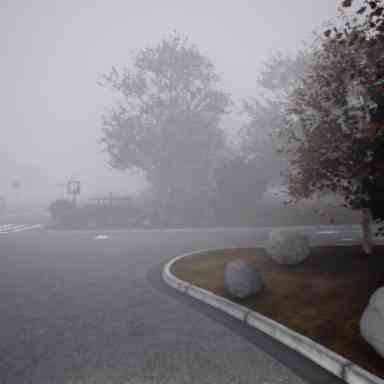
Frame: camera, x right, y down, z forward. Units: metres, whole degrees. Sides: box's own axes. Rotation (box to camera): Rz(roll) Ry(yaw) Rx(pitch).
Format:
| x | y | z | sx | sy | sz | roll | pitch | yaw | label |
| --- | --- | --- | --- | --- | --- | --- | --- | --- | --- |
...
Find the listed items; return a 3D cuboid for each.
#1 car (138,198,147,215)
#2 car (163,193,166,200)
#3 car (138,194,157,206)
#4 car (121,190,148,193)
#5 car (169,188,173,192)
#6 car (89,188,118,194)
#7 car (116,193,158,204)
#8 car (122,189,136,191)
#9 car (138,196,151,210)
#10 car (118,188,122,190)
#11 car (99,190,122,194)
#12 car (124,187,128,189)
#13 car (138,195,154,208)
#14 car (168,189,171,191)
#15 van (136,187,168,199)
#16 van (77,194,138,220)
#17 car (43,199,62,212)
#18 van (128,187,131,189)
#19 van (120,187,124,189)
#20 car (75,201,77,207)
| x | y | z | sx | sy | sz | roll | pitch | yaw | label |
| --- | --- | --- | --- | --- | --- | --- | --- | --- | --- |
| -7.201 | 1.600 | 32.223 | 4.792 | 1.488 | 2.163 | 0 | 2 | 1 | car |
| -7.004 | 1.037 | 51.642 | 5.008 | 1.535 | 2.097 | 0 | 2 | 1 | car |
| -7.137 | 1.342 | 40.545 | 4.892 | 1.521 | 2.231 | 0 | 2 | 1 | car |
| -7.035 | 1.063 | 46.090 | 4.553 | 1.767 | 2.185 | 0 | 2 | 1 | car |
| -6.662 | 0.289 | 79.387 | 5.008 | 1.535 | 2.097 | 0 | 2 | 1 | car |
| -19.852 | 0.322 | 73.121 | 5.566 | 2.045 | 2.435 | 0 | 2 | 1 | car |
| -7.092 | 1.264 | 43.319 | 5.008 | 1.535 | 2.097 | 0 | 2 | 1 | car |
| -11.834 | 0.754 | 64.190 | 2.128 | 1.511 | 4.902 | 0 | 2 | 1 | car |
| -7.384 | 1.492 | 35.001 | 5.366 | 1.575 | 1.946 | 0 | 2 | 1 | car |
| -19.752 | 0.462 | 78.733 | 4.674 | 1.452 | 2.002 | 0 | 2 | 1 | car |
| -15.214 | 0.835 | 62.355 | 2.128 | 1.511 | 4.902 | 0 | 1 | 1 | car |
| -19.693 | 0.271 | 84.336 | 5.008 | 1.535 | 2.097 | 0 | 2 | 1 | car |
| -7.135 | 1.446 | 37.773 | 4.792 | 1.488 | 2.163 | 0 | 2 | 1 | car |
| -6.895 | 0.768 | 62.741 | 4.792 | 1.488 | 2.163 | 0 | 2 | 1 | car |
| -6.818 | 0.661 | 57.184 | 4.442 | 1.987 | 1.878 | 0 | 2 | 1 | van |
| -7.383 | 1.423 | 29.446 | 4.442 | 1.987 | 1.878 | 0 | 2 | 1 | van |
| -15.583 | 1.550 | 38.664 | 1.994 | 1.385 | 4.181 | 0 | 2 | 1 | car |
| -19.506 | -0.112 | 89.934 | 4.442 | 1.987 | 1.878 | 0 | 2 | 1 | van |
| -19.606 | 0.120 | 81.526 | 4.442 | 1.987 | 1.878 | 0 | 2 | 1 | van |
| -12.159 | 1.589 | 37.511 | 1.895 | 1.301 | 4.718 | 0 | 2 | 1 | car |
